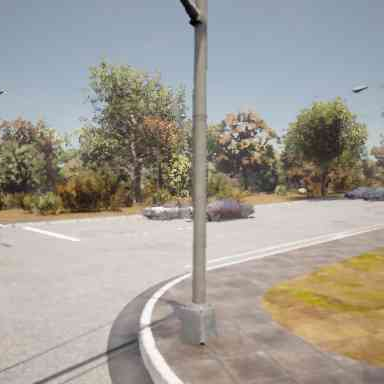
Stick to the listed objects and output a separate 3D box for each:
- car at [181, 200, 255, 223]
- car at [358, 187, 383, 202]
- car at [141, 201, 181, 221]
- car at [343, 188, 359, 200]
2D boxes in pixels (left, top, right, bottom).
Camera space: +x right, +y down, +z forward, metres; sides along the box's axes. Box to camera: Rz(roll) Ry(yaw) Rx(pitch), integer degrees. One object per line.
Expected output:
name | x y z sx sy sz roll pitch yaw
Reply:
car | 2.179 1.274 23.610 5.357 1.411 2.033 -2 2 -39
car | 20.549 0.232 35.846 4.674 1.442 1.812 -4 2 -28
car | -1.445 1.348 25.142 4.718 1.301 1.895 -2 1 -39
car | 20.623 0.121 39.849 5.357 1.411 2.033 -4 2 -27
